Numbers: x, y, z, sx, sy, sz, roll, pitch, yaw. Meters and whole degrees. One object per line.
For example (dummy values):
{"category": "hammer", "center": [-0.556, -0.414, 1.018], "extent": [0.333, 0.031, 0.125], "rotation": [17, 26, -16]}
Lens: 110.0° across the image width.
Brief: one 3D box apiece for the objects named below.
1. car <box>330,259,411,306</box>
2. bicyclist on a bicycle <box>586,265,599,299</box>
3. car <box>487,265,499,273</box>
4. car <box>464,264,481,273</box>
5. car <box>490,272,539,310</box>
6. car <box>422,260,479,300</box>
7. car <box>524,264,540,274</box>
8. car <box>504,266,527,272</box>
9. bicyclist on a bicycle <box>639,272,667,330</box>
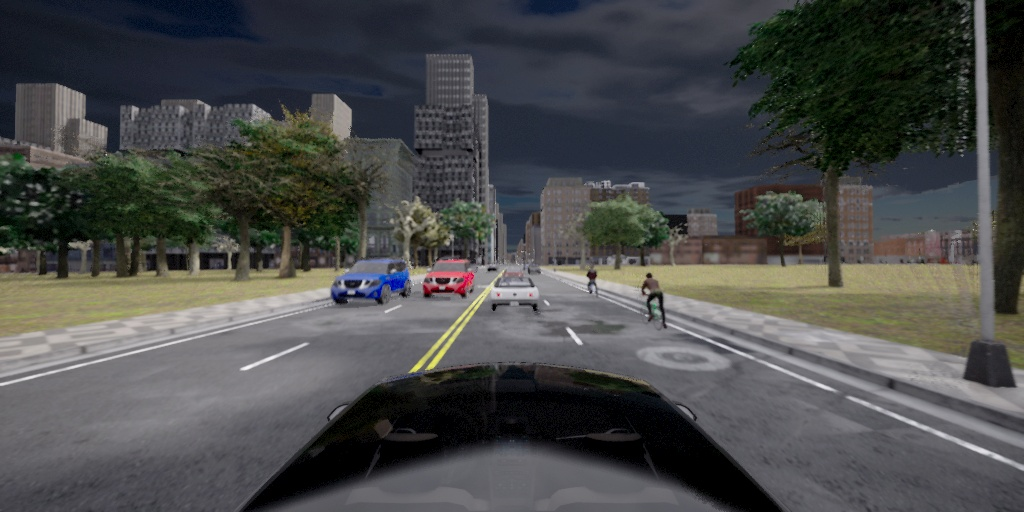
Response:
{"category": "car", "center": [-6.597, 1.181, 17.497], "extent": [2.150, 2.045, 5.566], "rotation": [0, -1, 0]}
{"category": "bicyclist on a bicycle", "center": [4.147, 1.349, 18.784], "extent": [0.659, 1.776, 1.843], "rotation": [0, -1, 0]}
{"category": "car", "center": [-3.276, 2.190, 61.427], "extent": [1.895, 1.301, 4.718], "rotation": [0, -1, 1]}
{"category": "car", "center": [-6.532, 2.112, 59.844], "extent": [2.033, 1.411, 5.357], "rotation": [0, -1, 1]}
{"category": "car", "center": [0.103, 1.537, 15.737], "extent": [1.895, 1.301, 4.718], "rotation": [0, -1, 0]}
{"category": "car", "center": [-3.346, 1.216, 19.991], "extent": [2.150, 2.045, 5.566], "rotation": [0, -1, 0]}
{"category": "car", "center": [3.364, 2.002, 56.195], "extent": [2.128, 1.511, 4.902], "rotation": [0, -1, 0]}
{"category": "car", "center": [0.107, 1.788, 33.838], "extent": [1.895, 1.301, 4.718], "rotation": [0, -1, 0]}
{"category": "bicyclist on a bicycle", "center": [4.145, 1.321, 10.682], "extent": [0.582, 1.620, 1.656], "rotation": [0, -1, 0]}
